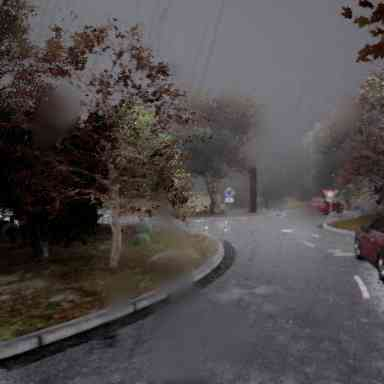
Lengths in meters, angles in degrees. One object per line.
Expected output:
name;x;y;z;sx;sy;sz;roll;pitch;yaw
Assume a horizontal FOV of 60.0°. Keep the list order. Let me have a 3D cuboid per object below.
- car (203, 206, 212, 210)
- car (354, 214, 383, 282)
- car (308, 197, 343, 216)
car;3.575;3.890;75.779;1.812;1.442;4.674;0;-5;4
car;6.253;1.404;9.738;2.097;1.767;4.553;0;-1;16
car;15.083;1.544;37.495;2.150;2.045;5.566;-2;-2;44
